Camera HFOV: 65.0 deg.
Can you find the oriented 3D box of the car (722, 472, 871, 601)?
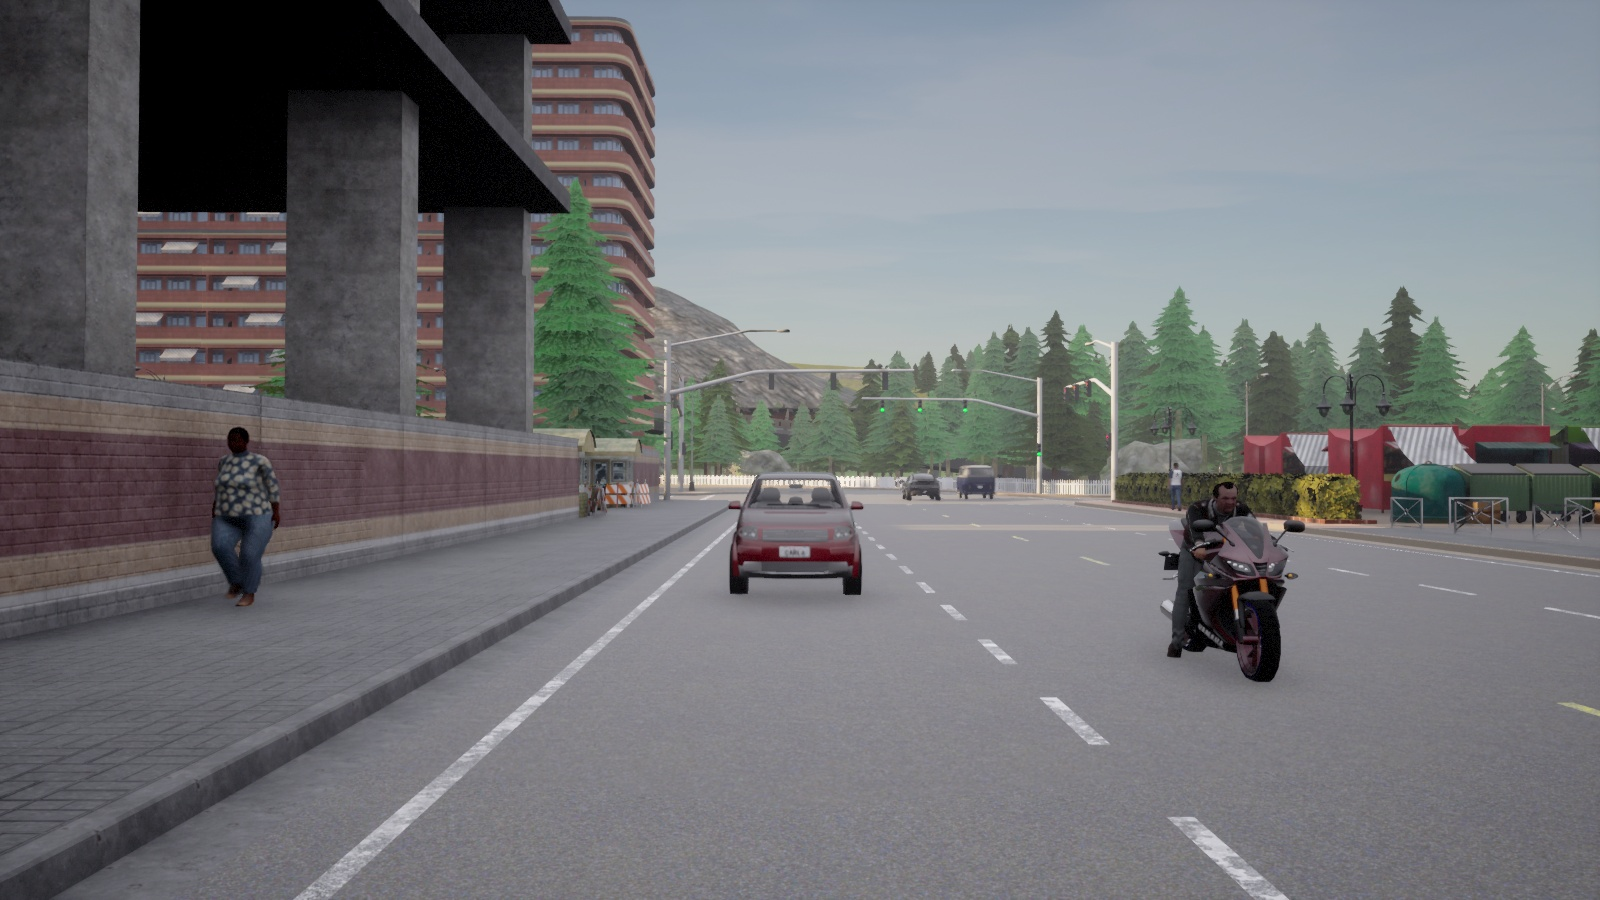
[{"bbox_3d":[-0.047,1.078,16.985,1.789,1.549,3.705,0,-1,0],"label":"car"}]

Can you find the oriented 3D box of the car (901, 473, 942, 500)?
[{"bbox_3d":[6.806,2.023,70.843,1.837,1.490,4.892,0,-1,0],"label":"car"}]

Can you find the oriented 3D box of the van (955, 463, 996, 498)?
[{"bbox_3d":[10.297,1.806,73.910,1.775,1.987,4.442,0,-1,0],"label":"van"}]

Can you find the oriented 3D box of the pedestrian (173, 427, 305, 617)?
[{"bbox_3d":[-5.685,0.714,12.771,0.874,1.855,0.900,0,-1,7],"label":"pedestrian"}]

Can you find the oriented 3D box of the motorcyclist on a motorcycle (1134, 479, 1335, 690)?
[{"bbox_3d":[3.471,1.008,10.294,0.866,1.530,2.191,0,-1,0],"label":"motorcyclist on a motorcycle"}]

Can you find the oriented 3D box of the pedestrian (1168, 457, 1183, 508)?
[{"bbox_3d":[13.757,1.184,46.016,0.354,1.836,0.706,0,-1,0],"label":"pedestrian"}]
